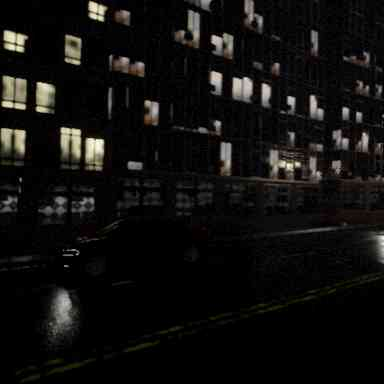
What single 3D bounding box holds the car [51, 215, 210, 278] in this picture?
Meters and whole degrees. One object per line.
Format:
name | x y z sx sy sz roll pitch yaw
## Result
car | -1.735 1.514 10.419 5.008 1.535 1.882 0 0 -35
